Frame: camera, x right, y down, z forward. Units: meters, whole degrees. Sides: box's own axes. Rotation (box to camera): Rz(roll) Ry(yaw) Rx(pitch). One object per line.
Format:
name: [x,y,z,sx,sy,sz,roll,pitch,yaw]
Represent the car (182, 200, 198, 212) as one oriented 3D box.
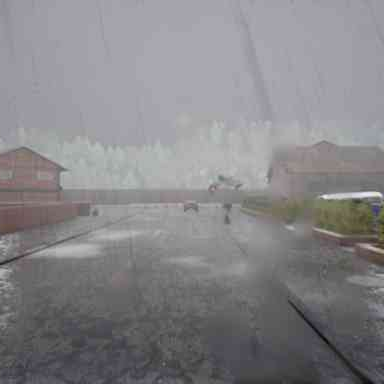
car: [-0.278,1.835,44.899,1.837,1.490,4.892,0,0,-5]
